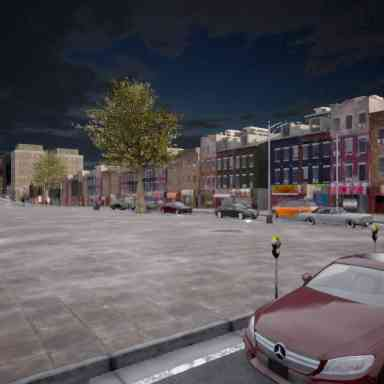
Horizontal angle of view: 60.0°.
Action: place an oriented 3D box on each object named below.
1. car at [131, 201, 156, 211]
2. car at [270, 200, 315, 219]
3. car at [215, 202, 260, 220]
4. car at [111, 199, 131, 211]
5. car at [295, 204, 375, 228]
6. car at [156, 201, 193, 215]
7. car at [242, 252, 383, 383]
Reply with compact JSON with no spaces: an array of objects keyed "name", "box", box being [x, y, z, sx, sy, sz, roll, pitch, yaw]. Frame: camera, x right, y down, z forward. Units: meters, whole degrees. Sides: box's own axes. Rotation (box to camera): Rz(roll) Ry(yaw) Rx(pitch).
[{"name":"car","box":[-7.019,2.148,51.635,2.128,1.511,4.902,0,-1,-36]},{"name":"car","box":[8.952,1.546,29.290,2.097,1.767,4.553,0,-1,-35]},{"name":"car","box":[4.135,1.758,31.009,1.837,1.490,4.892,0,-1,-36]},{"name":"car","box":[-10.852,2.039,52.092,2.150,2.045,5.566,0,-1,-36]},{"name":"car","box":[9.890,1.730,22.972,1.895,1.301,4.718,0,-1,-36]},{"name":"car","box":[-1.871,1.891,39.403,1.882,1.535,5.008,0,-1,-35]},{"name":"car","box":[2.595,1.582,4.653,4.206,1.307,1.802,0,0,-35]}]
